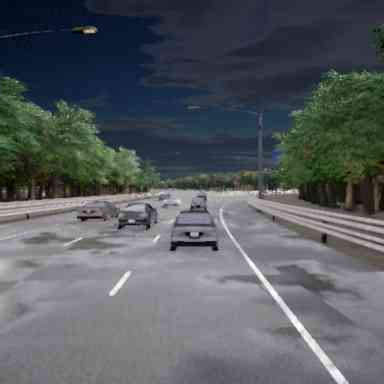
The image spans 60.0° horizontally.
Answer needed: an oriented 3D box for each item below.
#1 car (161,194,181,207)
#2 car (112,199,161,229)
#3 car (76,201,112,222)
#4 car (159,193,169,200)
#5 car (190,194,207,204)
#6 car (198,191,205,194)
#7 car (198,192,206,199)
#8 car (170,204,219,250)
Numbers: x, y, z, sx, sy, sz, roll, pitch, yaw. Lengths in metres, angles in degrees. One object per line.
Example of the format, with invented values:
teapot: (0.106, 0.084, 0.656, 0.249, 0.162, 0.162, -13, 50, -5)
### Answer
car: (-2.506, 1.258, 43.252, 1.895, 1.301, 4.718, 0, 1, 2)
car: (-3.190, 1.383, 20.118, 1.812, 1.442, 4.674, 0, 0, 1)
car: (-6.676, 1.367, 24.305, 2.033, 1.411, 5.357, 0, 0, 2)
car: (-5.120, 0.948, 63.272, 2.128, 1.511, 4.902, 0, 1, 2)
car: (0.734, 1.264, 37.567, 2.033, 1.411, 5.357, 0, 1, 2)
car: (1.787, 0.981, 63.334, 1.837, 1.490, 4.892, 0, 1, 2)
car: (2.273, 0.842, 75.290, 1.882, 1.535, 5.008, 0, 0, 2)
car: (0.107, 1.455, 13.791, 2.033, 1.411, 5.357, 0, 0, 1)
